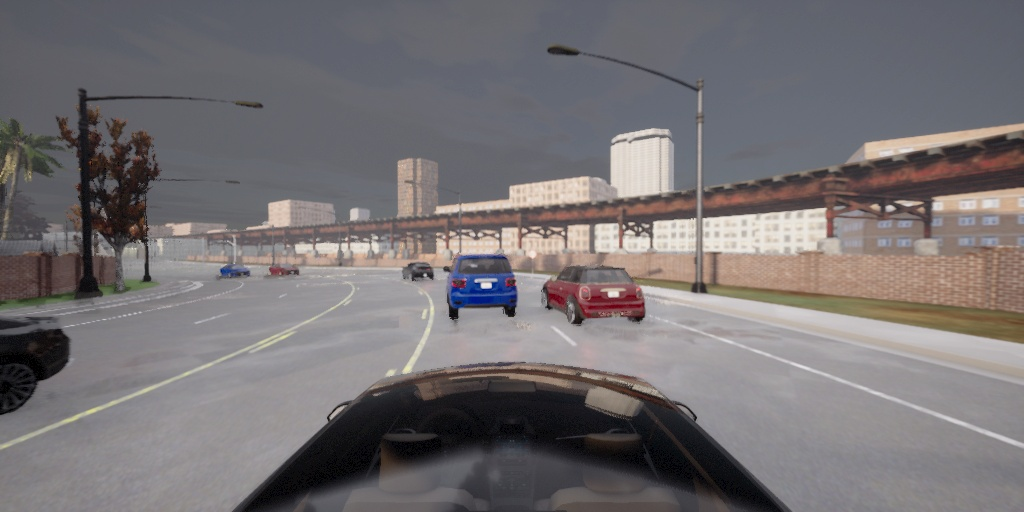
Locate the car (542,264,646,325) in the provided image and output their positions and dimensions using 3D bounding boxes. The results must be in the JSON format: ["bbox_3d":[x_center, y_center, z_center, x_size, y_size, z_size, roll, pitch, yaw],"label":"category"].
[{"bbox_3d":[2.427,1.054,11.844,2.097,1.767,4.553,-1,0,-9],"label":"car"}]

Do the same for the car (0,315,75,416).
[{"bbox_3d":[-7.292,1.289,3.128,2.128,1.511,4.902,0,0,-3],"label":"car"}]

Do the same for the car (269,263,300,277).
[{"bbox_3d":[-25.586,1.531,40.245,5.008,1.535,1.882,-1,0,40],"label":"car"}]

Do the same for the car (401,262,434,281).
[{"bbox_3d":[-8.075,1.268,30.487,1.837,1.490,4.892,-1,0,-30],"label":"car"}]

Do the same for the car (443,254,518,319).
[{"bbox_3d":[-1.279,0.956,13.139,2.150,2.045,5.566,0,0,-11],"label":"car"}]

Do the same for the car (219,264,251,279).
[{"bbox_3d":[-31.052,1.661,40.160,5.008,1.535,1.882,-1,0,38],"label":"car"}]
